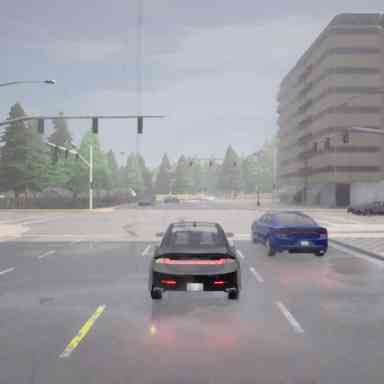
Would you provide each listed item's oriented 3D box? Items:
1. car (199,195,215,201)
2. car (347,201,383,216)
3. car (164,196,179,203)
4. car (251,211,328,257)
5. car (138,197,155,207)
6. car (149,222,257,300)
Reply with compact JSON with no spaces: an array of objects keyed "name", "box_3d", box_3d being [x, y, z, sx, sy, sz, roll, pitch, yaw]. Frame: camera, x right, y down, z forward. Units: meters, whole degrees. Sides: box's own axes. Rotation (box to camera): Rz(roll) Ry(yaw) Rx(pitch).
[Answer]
[{"name":"car","box_3d":[3.644,1.518,80.049,1.812,1.442,4.674,0,0,38]},{"name":"car","box_3d":[17.963,1.601,32.102,5.357,1.411,2.033,0,0,0]},{"name":"car","box_3d":[-4.098,1.559,66.809,1.994,1.385,4.181,0,0,20]},{"name":"car","box_3d":[3.588,1.477,13.034,1.882,1.535,5.008,0,0,0]},{"name":"car","box_3d":[-6.888,1.543,50.948,2.033,1.411,5.357,0,0,2]},{"name":"car","box_3d":[0.068,1.491,8.389,2.128,1.511,4.902,0,0,0]}]
